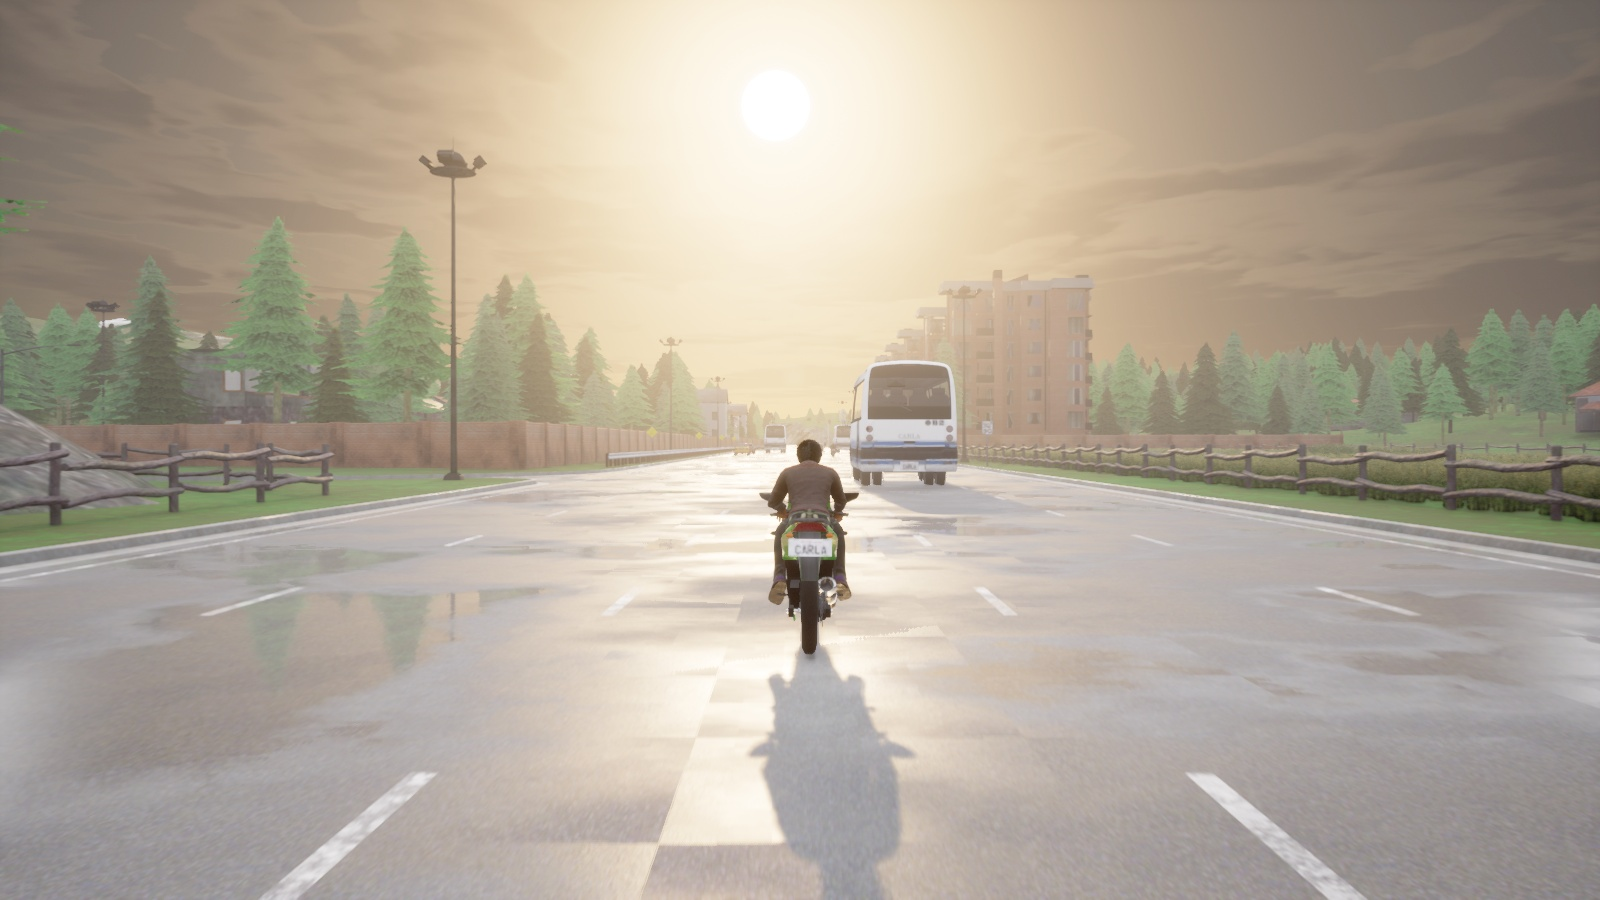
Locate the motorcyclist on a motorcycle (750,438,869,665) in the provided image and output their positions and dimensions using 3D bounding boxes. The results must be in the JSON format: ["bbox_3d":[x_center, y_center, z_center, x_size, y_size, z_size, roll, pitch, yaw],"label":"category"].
[{"bbox_3d":[0.069,0.675,9.452,0.797,1.523,2.044,0,0,0],"label":"motorcyclist on a motorcycle"}]

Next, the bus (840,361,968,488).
[{"bbox_3d":[3.639,-0.893,47.131,3.944,4.253,10.273,0,0,0],"label":"bus"}]
